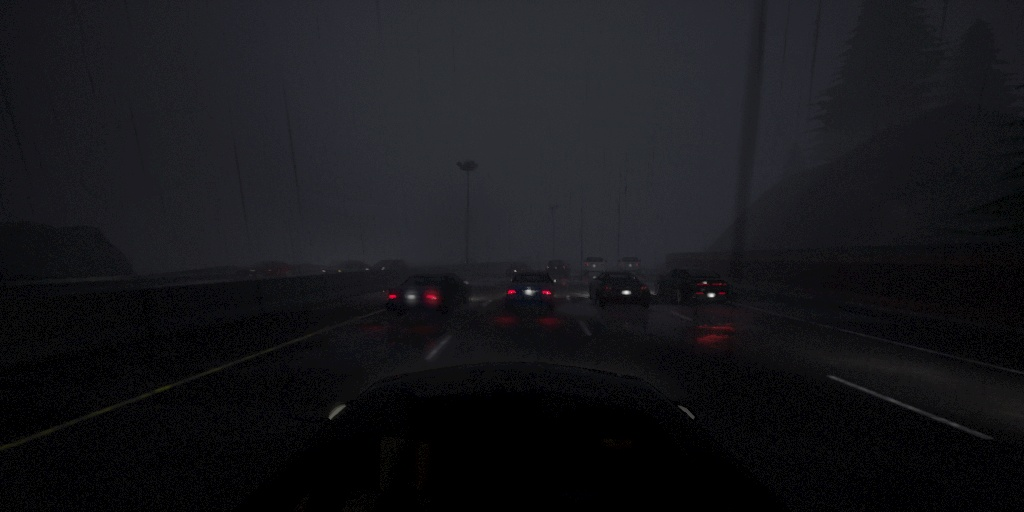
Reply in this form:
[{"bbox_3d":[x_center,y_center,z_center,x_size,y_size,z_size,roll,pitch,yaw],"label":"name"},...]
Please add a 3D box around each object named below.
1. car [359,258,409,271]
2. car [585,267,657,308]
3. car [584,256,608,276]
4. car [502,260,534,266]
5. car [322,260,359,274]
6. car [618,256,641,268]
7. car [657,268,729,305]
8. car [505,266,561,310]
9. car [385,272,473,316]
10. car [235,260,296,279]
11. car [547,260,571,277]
[{"bbox_3d":[-10.878,1.078,31.481,2.097,1.767,4.553,0,0,12],"label":"car"},{"bbox_3d":[4.475,1.333,15.376,1.994,1.385,4.181,0,0,6],"label":"car"},{"bbox_3d":[8.710,1.011,37.410,2.150,2.045,5.566,0,0,16],"label":"car"},{"bbox_3d":[0.754,1.328,34.487,1.994,1.385,4.181,0,0,14],"label":"car"},{"bbox_3d":[-14.444,1.316,31.672,1.895,1.301,4.718,0,0,11],"label":"car"},{"bbox_3d":[12.950,1.025,39.454,2.150,2.045,5.566,0,0,17],"label":"car"},{"bbox_3d":[8.100,1.285,16.484,1.837,1.490,4.892,0,0,6],"label":"car"},{"bbox_3d":[0.842,1.305,14.825,2.033,1.411,5.357,0,0,6],"label":"car"},{"bbox_3d":[-2.817,1.293,13.319,2.033,1.411,5.357,0,0,5],"label":"car"},{"bbox_3d":[-21.557,1.170,31.585,1.882,1.535,5.008,0,0,11],"label":"car"},{"bbox_3d":[4.602,1.128,35.494,2.097,1.767,4.553,0,0,14],"label":"car"}]
